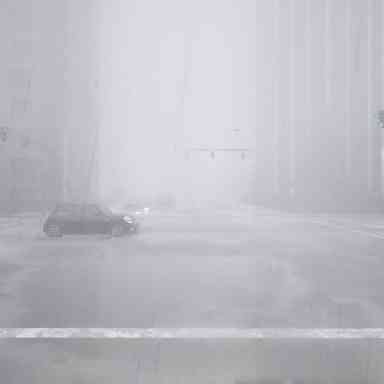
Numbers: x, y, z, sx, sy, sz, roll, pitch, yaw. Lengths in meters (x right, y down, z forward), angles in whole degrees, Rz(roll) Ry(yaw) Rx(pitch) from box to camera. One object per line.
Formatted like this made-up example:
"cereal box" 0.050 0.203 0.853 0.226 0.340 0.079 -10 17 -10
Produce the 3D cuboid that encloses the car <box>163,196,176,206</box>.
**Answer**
"car" -3.636 1.477 54.342 1.882 1.535 5.008 0 0 0

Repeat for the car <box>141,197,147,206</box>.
"car" -7.141 1.477 41.252 1.882 1.535 5.008 0 0 0

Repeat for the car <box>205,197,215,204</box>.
"car" 3.433 1.601 65.003 1.895 1.301 4.718 0 0 0

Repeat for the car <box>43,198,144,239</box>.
"car" -4.972 1.352 16.880 4.553 1.767 2.097 0 0 -1

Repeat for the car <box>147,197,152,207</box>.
"car" -7.139 1.491 50.739 2.128 1.511 4.902 0 0 0

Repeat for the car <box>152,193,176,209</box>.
"car" -3.644 1.221 44.346 2.150 2.045 5.566 0 0 0

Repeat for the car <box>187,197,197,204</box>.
"car" -0.067 1.601 65.539 1.895 1.301 4.718 0 0 0
